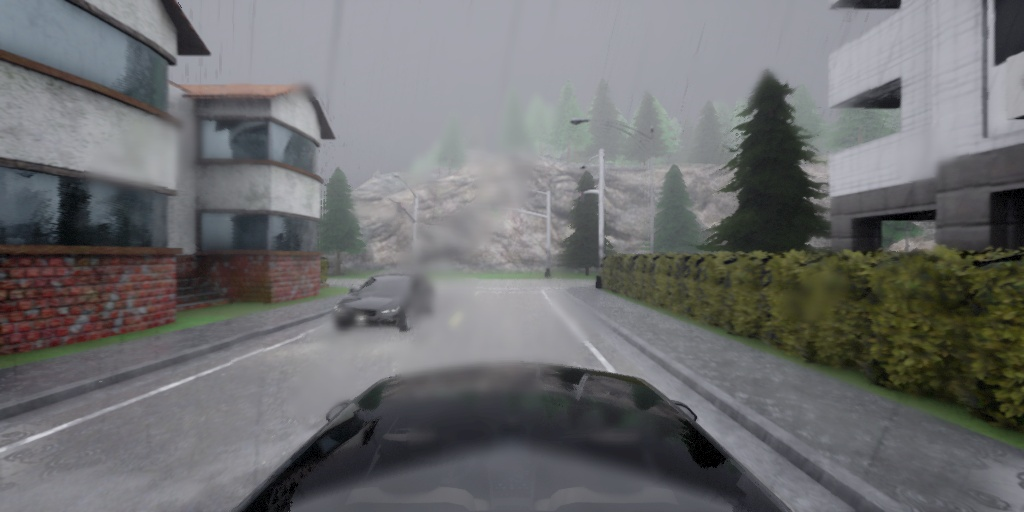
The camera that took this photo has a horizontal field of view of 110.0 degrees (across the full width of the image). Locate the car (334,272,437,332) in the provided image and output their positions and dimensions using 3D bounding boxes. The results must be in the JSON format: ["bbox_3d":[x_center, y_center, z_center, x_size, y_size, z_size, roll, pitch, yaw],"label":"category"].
[{"bbox_3d":[-3.573,1.271,10.978,1.837,1.490,4.892,0,0,0],"label":"car"}]
